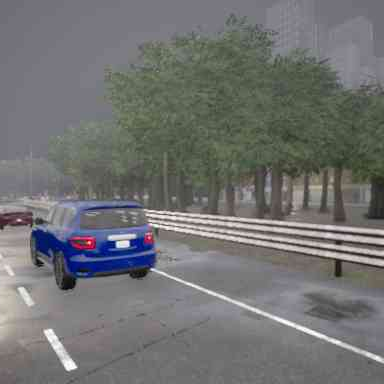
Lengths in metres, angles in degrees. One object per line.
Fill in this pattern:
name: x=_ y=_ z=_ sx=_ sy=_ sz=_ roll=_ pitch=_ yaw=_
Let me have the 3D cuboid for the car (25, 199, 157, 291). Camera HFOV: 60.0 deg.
car: x=-3.055 y=1.280 z=9.525 sx=2.150 sy=2.045 sz=5.566 roll=0 pitch=-1 yaw=-35

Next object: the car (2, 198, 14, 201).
car: x=-39.715 y=1.927 z=71.496 sx=2.128 sy=1.511 sz=4.902 roll=0 pitch=0 yaw=-13

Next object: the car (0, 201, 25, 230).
car: x=-12.032 y=1.623 z=22.451 sx=1.882 sy=1.535 sz=5.008 roll=0 pitch=-1 yaw=-35

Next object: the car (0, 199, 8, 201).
car: x=-21.899 y=1.808 z=36.659 sx=1.895 sy=1.301 sz=4.718 roll=0 pitch=0 yaw=-35
